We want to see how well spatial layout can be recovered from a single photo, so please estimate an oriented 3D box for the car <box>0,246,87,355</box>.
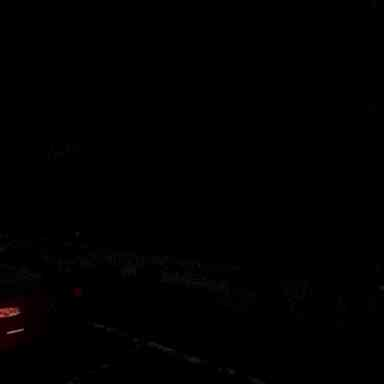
[{"bbox_3d":[-3.502,1.581,5.556,4.206,1.307,1.802,0,0,35],"label":"car"}]
